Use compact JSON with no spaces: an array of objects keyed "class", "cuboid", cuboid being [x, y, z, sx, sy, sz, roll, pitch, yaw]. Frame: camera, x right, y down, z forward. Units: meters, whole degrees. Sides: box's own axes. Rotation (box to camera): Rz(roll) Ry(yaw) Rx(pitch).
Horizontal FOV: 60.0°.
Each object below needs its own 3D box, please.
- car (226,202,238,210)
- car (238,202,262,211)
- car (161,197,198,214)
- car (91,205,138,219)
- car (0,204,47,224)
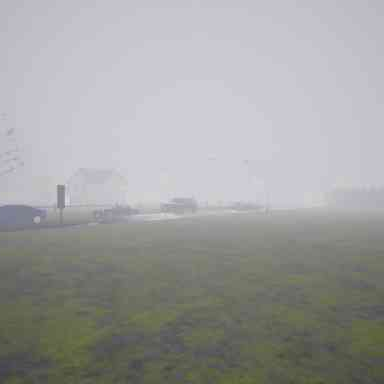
[{"class":"car","cuboid":[7.530,2.270,54.601,2.033,1.411,5.357,1,0,35]},{"class":"car","cuboid":[9.545,2.266,52.517,1.994,1.385,4.181,1,0,35]},{"class":"car","cuboid":[-1.500,1.696,42.039,2.150,2.045,5.566,1,0,37]},{"class":"car","cuboid":[-7.679,1.934,33.398,1.895,1.301,4.718,1,0,35]},{"class":"car","cuboid":[-13.561,1.671,25.125,1.882,1.535,5.008,1,0,35]}]
